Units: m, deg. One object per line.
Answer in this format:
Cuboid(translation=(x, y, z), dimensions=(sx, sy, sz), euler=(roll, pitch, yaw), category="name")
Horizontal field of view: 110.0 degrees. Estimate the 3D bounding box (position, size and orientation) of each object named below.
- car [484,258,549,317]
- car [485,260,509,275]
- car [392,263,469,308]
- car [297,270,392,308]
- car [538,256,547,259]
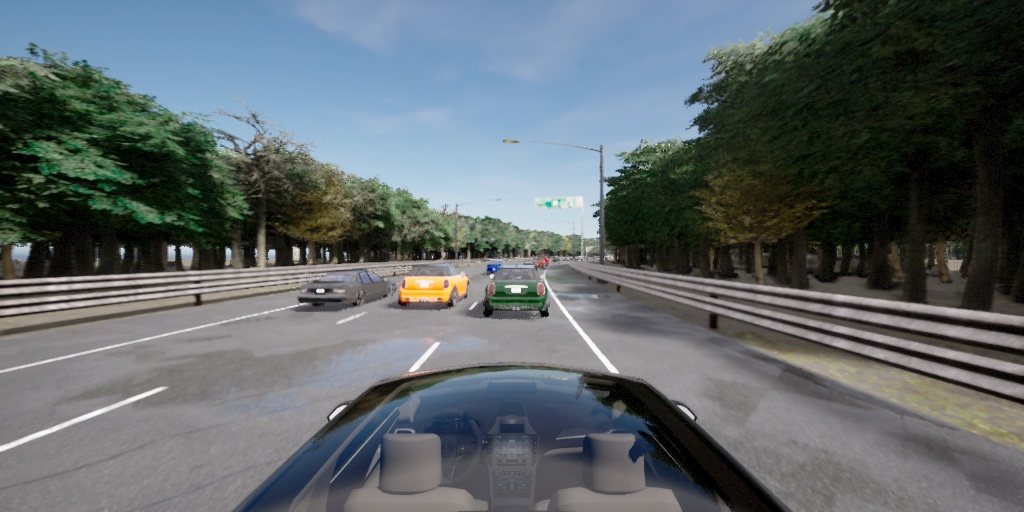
Cuboid(translation=(0.196, 1.104, 13.412), dimensions=(2.097, 1.767, 4.553), euler=(0, 0, 2), category="car")
Cuboid(translation=(-1.576, 1.215, 39.558), dimensions=(1.882, 1.535, 5.008), euler=(0, 0, 5), category="car")
Cuboid(translation=(-3.135, 1.095, 15.298), dimensions=(2.097, 1.767, 4.553), euler=(0, 0, 2), category="car")
Cuboid(translation=(-6.689, 1.283, 15.212), dimensions=(2.033, 1.411, 5.357), euler=(0, 0, 2), category="car")
Cuboid(translation=(4.390, 1.084, 60.678), dimensions=(2.097, 1.767, 4.553), euler=(0, 0, 8), category="car")
